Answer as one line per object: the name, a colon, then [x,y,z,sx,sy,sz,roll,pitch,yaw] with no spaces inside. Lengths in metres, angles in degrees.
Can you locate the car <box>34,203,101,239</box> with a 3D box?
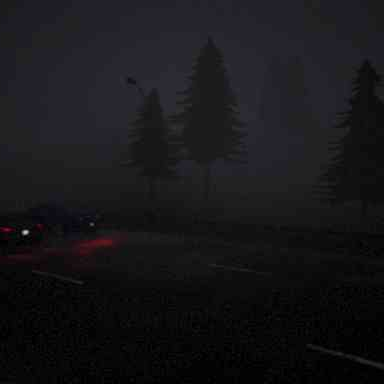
car: [-6.737,1.256,15.981,5.008,1.535,1.882,1,1,25]

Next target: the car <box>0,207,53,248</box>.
car: [-7.687,1.361,12.575,4.181,1.385,1.994,1,1,25]
